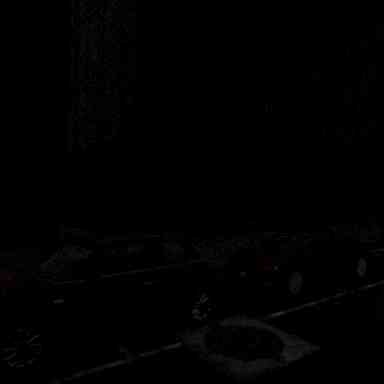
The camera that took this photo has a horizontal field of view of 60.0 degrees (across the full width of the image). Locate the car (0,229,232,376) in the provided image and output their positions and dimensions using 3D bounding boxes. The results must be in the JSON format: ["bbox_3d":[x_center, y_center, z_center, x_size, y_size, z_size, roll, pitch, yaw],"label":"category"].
[{"bbox_3d":[-1.582,1.458,5.523,4.097,1.590,1.967,1,-1,-35],"label":"car"}]

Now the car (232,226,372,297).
[{"bbox_3d":[2.978,1.618,8.775,4.507,1.381,1.887,1,-1,-35],"label":"car"}]
